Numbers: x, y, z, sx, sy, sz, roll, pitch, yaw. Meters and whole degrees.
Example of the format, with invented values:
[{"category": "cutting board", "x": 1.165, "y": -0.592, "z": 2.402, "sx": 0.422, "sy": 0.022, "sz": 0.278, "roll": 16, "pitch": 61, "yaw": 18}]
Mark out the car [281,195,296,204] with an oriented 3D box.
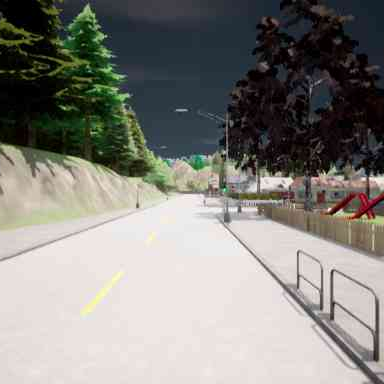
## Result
[{"category": "car", "x": 15.786, "y": 1.265, "z": 55.431, "sx": 1.994, "sy": 1.381, "sz": 4.181, "roll": 0, "pitch": 0, "yaw": 0}]
